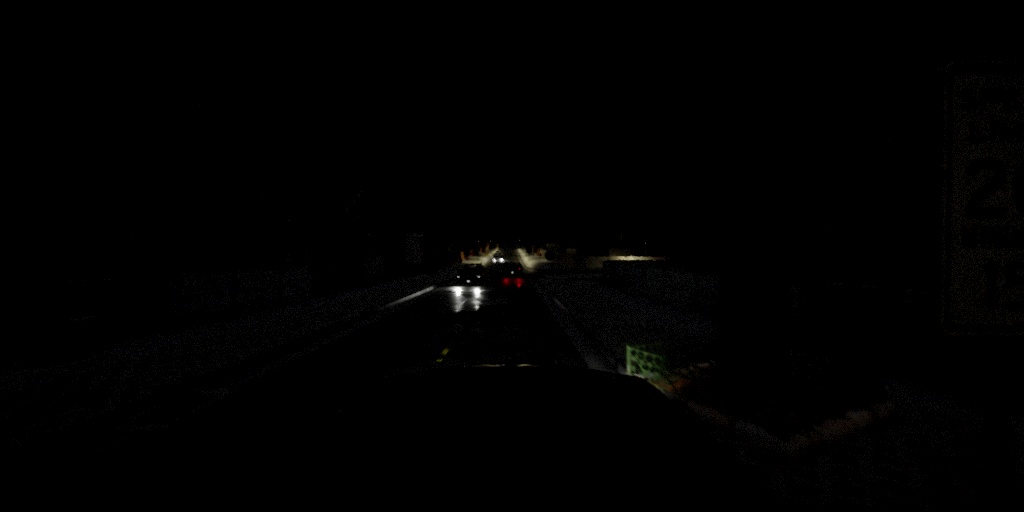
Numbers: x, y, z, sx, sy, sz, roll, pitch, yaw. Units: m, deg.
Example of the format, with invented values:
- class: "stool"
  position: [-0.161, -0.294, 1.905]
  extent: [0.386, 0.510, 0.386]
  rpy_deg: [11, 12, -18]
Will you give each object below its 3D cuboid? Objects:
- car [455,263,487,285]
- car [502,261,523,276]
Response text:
- class: "car"
  position: [-2.762, 1.205, 25.375]
  extent: [2.033, 1.411, 5.357]
  rpy_deg: [0, 0, 0]
- class: "car"
  position: [0.047, 1.142, 34.314]
  extent: [1.895, 1.301, 4.718]
  rpy_deg: [0, 1, 0]
